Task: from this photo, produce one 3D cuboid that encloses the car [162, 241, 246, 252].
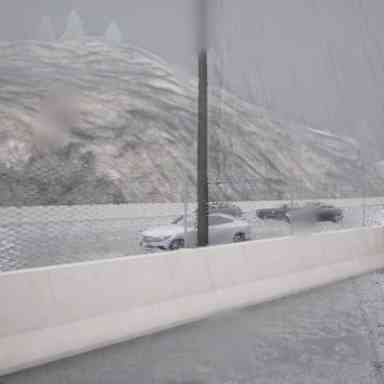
[{"bbox_3d":[0.280,1.515,12.776,4.674,1.442,1.812,0,0,-36],"label":"car"}]
